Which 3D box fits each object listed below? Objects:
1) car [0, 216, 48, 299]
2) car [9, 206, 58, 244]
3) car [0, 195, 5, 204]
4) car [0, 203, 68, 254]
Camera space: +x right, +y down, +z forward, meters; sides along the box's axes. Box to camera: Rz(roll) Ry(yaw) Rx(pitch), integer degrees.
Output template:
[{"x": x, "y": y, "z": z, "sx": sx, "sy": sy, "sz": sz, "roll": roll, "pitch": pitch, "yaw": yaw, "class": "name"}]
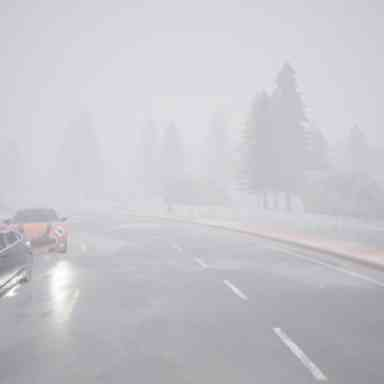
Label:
[{"x": -4.626, "y": 1.519, "z": 6.729, "sx": 2.128, "sy": 1.511, "sz": 4.902, "roll": -1, "pitch": 0, "yaw": -13, "class": "car"}, {"x": -8.419, "y": 1.582, "z": 17.472, "sx": 2.033, "sy": 1.411, "sz": 5.357, "roll": -1, "pitch": 0, "yaw": -28, "class": "car"}, {"x": -26.638, "y": 1.365, "z": 43.381, "sx": 5.566, "sy": 2.045, "sz": 2.150, "roll": 0, "pitch": 0, "yaw": 33, "class": "car"}, {"x": -6.095, "y": 1.376, "z": 13.080, "sx": 2.097, "sy": 1.767, "sz": 4.553, "roll": -1, "pitch": 0, "yaw": -24, "class": "car"}]
